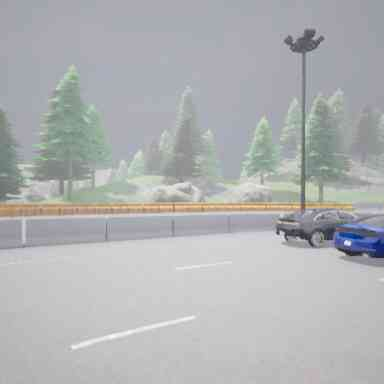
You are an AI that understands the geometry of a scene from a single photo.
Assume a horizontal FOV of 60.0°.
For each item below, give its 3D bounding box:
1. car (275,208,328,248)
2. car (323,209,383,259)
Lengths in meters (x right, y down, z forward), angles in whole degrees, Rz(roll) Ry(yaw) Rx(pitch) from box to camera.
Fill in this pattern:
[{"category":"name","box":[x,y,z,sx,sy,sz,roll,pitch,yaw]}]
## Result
[{"category":"car","box":[5.987,1.464,14.451,4.902,1.511,2.128,0,0,-20]},{"category":"car","box":[7.161,1.429,11.154,5.008,1.535,1.882,0,0,-20]}]
